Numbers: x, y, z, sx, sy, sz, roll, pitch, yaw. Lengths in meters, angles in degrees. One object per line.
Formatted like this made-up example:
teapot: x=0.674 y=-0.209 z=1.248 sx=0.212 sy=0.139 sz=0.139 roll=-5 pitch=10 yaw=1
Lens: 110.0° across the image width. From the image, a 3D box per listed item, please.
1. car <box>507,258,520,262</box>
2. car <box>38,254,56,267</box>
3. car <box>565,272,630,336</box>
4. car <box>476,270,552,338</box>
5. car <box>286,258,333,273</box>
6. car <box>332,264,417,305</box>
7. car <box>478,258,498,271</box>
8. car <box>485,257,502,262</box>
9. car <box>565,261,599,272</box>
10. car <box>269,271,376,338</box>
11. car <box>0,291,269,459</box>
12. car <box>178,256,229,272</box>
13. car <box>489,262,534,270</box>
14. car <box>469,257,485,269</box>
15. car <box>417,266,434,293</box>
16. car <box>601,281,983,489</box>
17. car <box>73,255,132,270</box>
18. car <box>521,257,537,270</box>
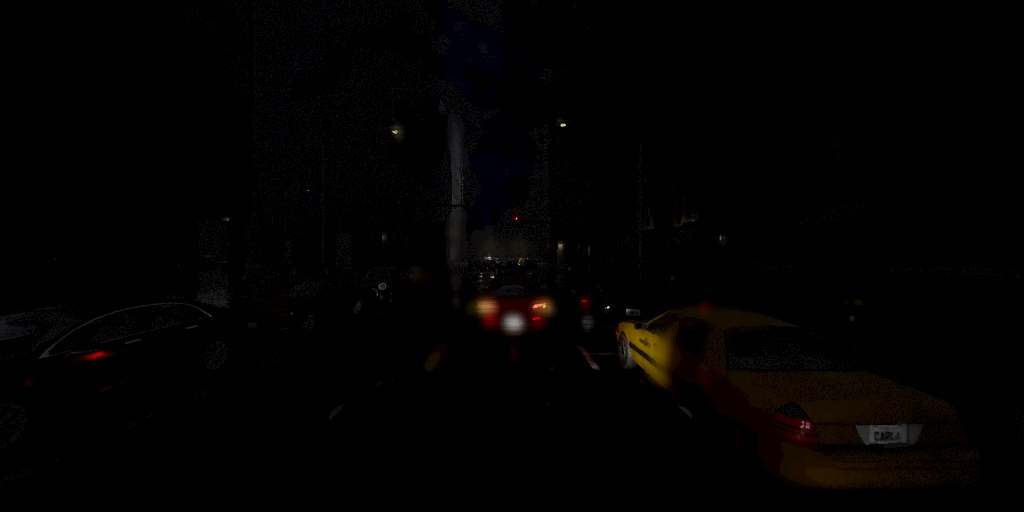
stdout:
car: x=-0.013 y=1.364 z=56.900 sx=1.895 sy=1.301 sz=4.718 roll=0 pitch=0 yaw=1
car: x=-48.228 y=0.417 z=35.630 sx=4.181 sy=1.385 sz=1.994 roll=1 pitch=0 yaw=0
car: x=2.754 y=1.316 z=10.225 sx=1.948 sy=1.339 sz=4.313 roll=0 pitch=0 yaw=0
car: x=0.061 y=1.276 z=10.059 sx=1.812 sy=1.442 sz=4.674 roll=0 pitch=0 yaw=0
car: x=-17.857 y=0.936 z=32.571 sx=4.892 sy=1.490 sz=1.837 roll=1 pitch=0 yaw=0
car: x=-5.778 y=1.190 z=15.670 sx=1.967 sy=1.591 sz=4.097 roll=0 pitch=0 yaw=0
car: x=-3.152 y=1.285 z=47.945 sx=1.812 sy=1.442 sz=4.674 roll=0 pitch=0 yaw=0
car: x=-3.151 y=1.328 z=57.913 sx=1.994 sy=1.385 sz=4.181 roll=0 pitch=0 yaw=0
car: x=7.578 y=1.282 z=35.847 sx=4.553 sy=1.767 sz=2.097 roll=1 pitch=0 yaw=0
car: x=-5.771 y=1.295 z=10.213 sx=1.888 sy=1.381 sz=4.507 roll=0 pitch=0 yaw=0
car: x=-5.765 y=1.300 z=4.756 sx=2.007 sy=1.370 sz=4.403 roll=0 pitch=0 yaw=0
car: x=-27.357 y=0.752 z=32.542 sx=4.892 sy=1.490 sz=1.837 roll=1 pitch=0 yaw=0
car: x=-0.001 y=1.256 z=18.925 sx=1.837 sy=1.490 sz=4.892 roll=0 pitch=0 yaw=0
car: x=-5.829 y=1.079 z=58.535 sx=2.192 sy=1.841 sz=5.009 roll=0 pitch=0 yaw=0
car: x=-5.784 y=1.277 z=20.957 sx=1.751 sy=1.417 sz=4.829 roll=0 pitch=0 yaw=0
car: x=2.760 y=1.275 z=4.939 sx=1.751 sy=1.417 sz=4.829 roll=0 pitch=0 yaw=0
car: x=-37.280 y=0.622 z=32.517 sx=4.181 sy=1.385 sz=1.994 roll=1 pitch=0 yaw=-1
car: x=2.703 y=1.201 z=53.107 sx=1.967 sy=1.591 sz=4.097 roll=0 pitch=0 yaw=0
